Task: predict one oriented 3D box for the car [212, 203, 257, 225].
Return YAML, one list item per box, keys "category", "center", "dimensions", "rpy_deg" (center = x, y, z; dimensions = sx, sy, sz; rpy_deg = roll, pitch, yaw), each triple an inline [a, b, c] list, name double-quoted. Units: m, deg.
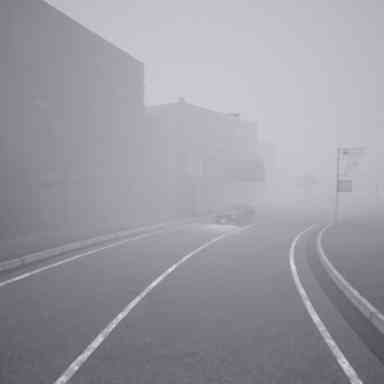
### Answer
- category: "car"
  center: [3.279, 1.507, 24.333]
  dimensions: [2.033, 1.411, 5.357]
  rpy_deg: [2, 1, 27]
